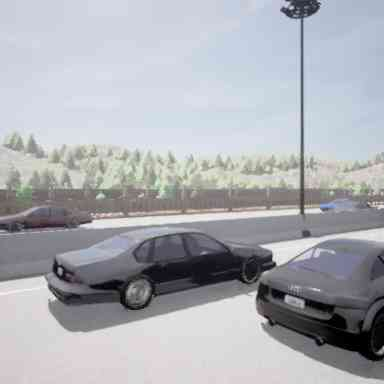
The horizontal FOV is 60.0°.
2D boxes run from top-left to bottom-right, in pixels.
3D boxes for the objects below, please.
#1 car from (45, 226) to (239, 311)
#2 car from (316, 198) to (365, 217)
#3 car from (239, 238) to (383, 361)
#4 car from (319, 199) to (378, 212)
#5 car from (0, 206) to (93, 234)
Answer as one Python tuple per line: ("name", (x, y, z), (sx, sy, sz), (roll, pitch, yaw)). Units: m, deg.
("car", (-0.441, 1.532, 7.729), (5.357, 1.411, 2.033), (0, 0, -35))
("car", (13.958, 1.387, 31.108), (5.008, 1.535, 1.882), (0, 0, -35))
("car", (3.111, 1.542, 5.963), (4.181, 1.385, 1.994), (0, 0, -35))
("car", (12.433, 1.467, 25.722), (5.357, 1.411, 2.033), (0, 0, -35))
("car", (-8.581, 1.531, 19.364), (5.357, 1.411, 2.033), (0, 0, -35))
